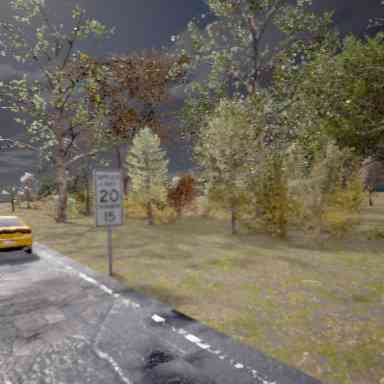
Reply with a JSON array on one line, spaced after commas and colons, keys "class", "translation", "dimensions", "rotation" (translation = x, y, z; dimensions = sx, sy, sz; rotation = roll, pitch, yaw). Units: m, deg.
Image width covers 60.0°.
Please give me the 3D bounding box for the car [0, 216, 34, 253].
[{"class": "car", "translation": [-8.213, 1.771, 14.300], "dimensions": [1.882, 1.535, 5.008], "rotation": [-1, 0, -36]}]
